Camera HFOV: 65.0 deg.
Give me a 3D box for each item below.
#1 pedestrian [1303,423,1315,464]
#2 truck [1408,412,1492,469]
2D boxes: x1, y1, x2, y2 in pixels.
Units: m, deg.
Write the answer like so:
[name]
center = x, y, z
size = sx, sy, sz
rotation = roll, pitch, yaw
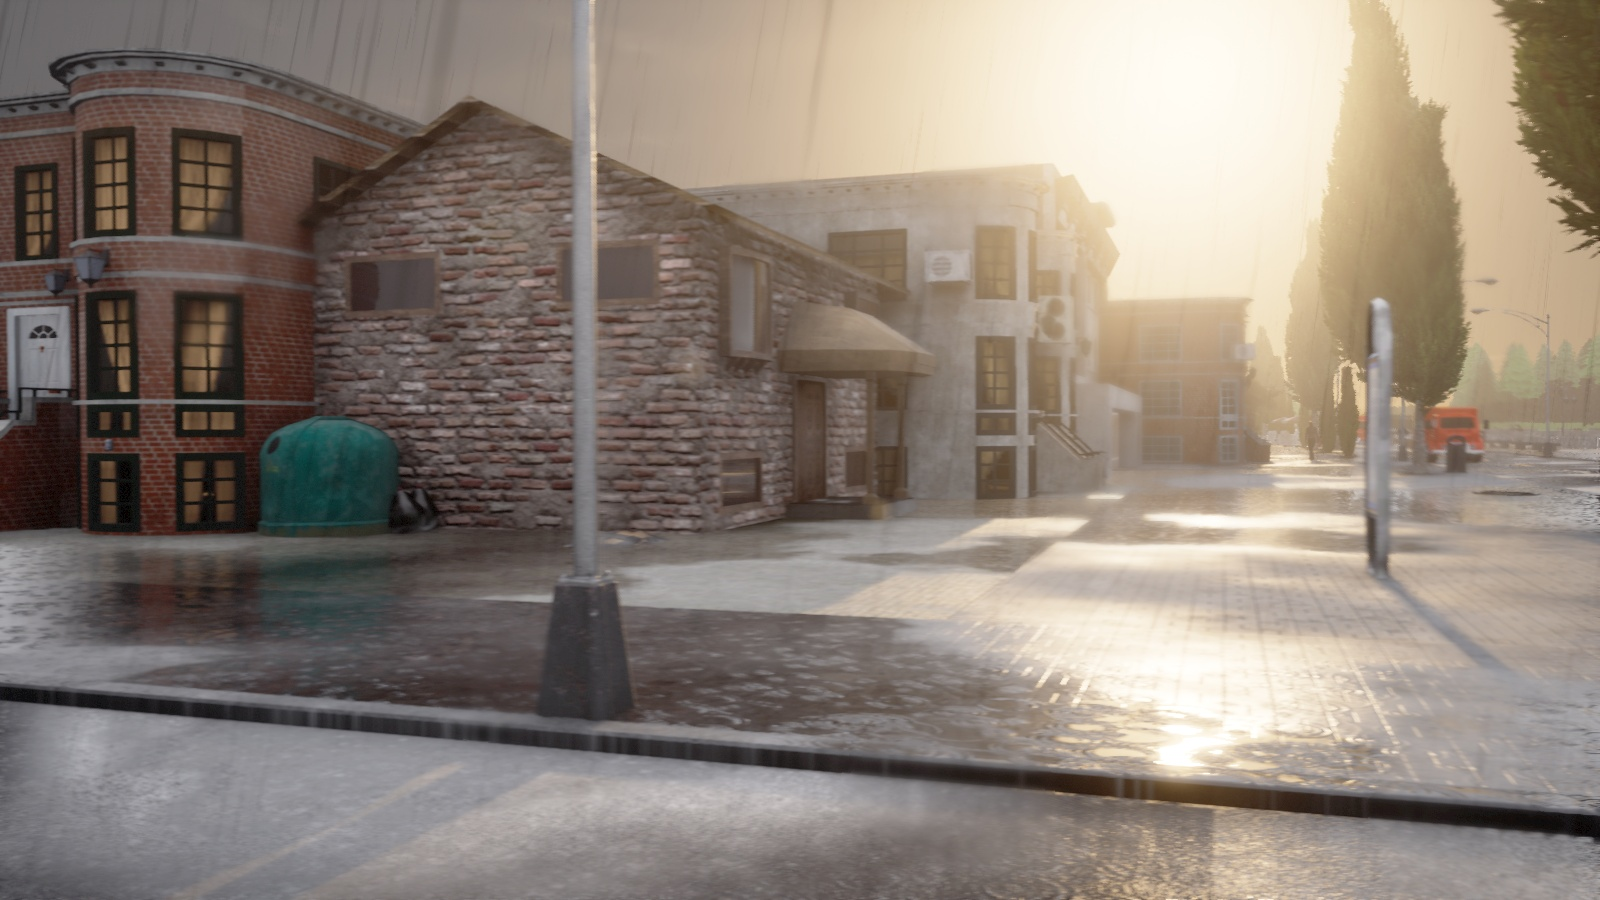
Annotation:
[pedestrian]
center = 22.954, -0.286, 56.609
size = 0.331, 1.846, 0.634
rotation = 1, 1, 40
[truck]
center = 29.585, -0.469, 57.322
size = 2.627, 2.467, 5.204
rotation = 1, 1, 19
